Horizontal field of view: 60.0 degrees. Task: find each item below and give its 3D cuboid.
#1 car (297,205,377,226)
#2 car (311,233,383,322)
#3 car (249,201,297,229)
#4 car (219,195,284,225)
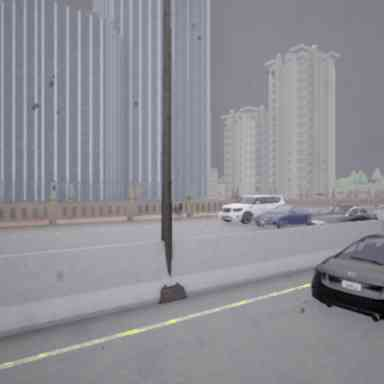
[{"bbox_3d":[8.439,1.495,18.590,4.902,1.511,2.128,0,0,-35],"label":"car"},{"bbox_3d":[4.355,1.566,6.841,4.181,1.385,1.994,0,0,-35],"label":"car"},{"bbox_3d":[6.105,1.528,21.212,4.674,1.442,1.812,0,0,-36],"label":"car"},{"bbox_3d":[4.592,1.224,24.443,5.566,2.045,2.150,0,0,-35],"label":"car"}]
